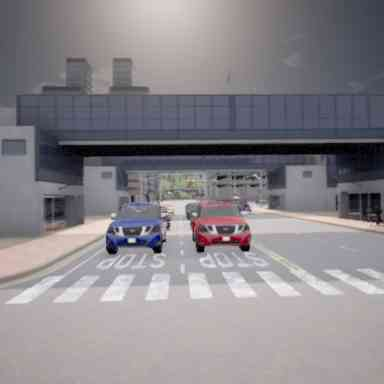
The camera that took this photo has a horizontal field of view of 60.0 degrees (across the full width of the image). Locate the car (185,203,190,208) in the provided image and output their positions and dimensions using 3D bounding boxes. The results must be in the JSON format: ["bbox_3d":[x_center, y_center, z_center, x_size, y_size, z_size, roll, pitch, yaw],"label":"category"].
[{"bbox_3d":[0.493,1.952,35.622,2.097,1.767,4.553,-1,-1,-2],"label":"car"}]

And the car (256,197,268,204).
[{"bbox_3d":[18.788,2.421,90.811,1.932,1.855,4.605,-1,-1,-2],"label":"car"}]

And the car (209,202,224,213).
[{"bbox_3d":[3.636,2.333,50.641,1.812,1.442,4.674,-1,-1,-2],"label":"car"}]

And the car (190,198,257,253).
[{"bbox_3d":[1.198,1.472,15.421,2.150,2.045,5.566,-1,-1,-2],"label":"car"}]

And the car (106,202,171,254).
[{"bbox_3d":[-2.324,1.520,15.279,2.150,2.045,5.566,-1,-1,-1],"label":"car"}]

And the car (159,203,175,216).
[{"bbox_3d":[-3.298,2.288,44.940,1.882,1.535,5.008,-1,-1,-1],"label":"car"}]

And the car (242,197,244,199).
[{"bbox_3d":[6.847,2.085,56.686,2.150,2.045,5.566,-1,-1,-2],"label":"car"}]

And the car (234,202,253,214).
[{"bbox_3d":[7.239,2.223,47.107,1.812,1.442,4.674,-1,-1,-1],"label":"car"}]

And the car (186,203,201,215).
[{"bbox_3d":[0.173,2.283,45.929,1.837,1.490,4.892,-1,-1,-2],"label":"car"}]

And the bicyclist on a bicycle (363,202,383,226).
[{"bbox_3d":[12.430,1.514,22.574,1.656,1.620,0.582,-1,-1,-2],"label":"bicyclist on a bicycle"}]

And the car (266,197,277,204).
[{"bbox_3d":[21.682,2.383,90.868,1.905,1.878,3.866,-1,-1,-2],"label":"car"}]

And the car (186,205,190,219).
[{"bbox_3d":[0.835,1.975,25.648,2.033,1.411,5.357,-1,-1,-2],"label":"car"}]

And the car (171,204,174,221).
[{"bbox_3d":[-2.635,1.813,24.684,2.097,1.767,4.553,-1,-1,-2],"label":"car"}]
